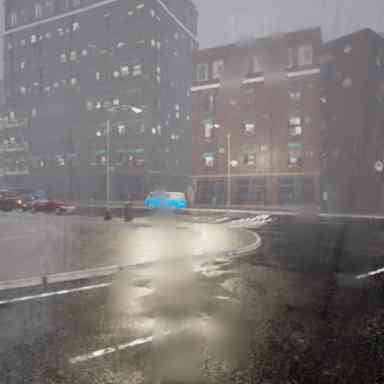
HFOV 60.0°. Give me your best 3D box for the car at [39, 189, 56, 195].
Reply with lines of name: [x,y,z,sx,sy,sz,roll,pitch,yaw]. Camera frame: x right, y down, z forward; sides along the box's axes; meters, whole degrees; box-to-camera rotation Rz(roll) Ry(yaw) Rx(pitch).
car: [-16.223,0.635,31.876,5.566,2.045,2.150,1,1,24]

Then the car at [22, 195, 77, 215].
car: [-11.242,1.117,26.784,4.206,1.307,1.802,1,0,24]

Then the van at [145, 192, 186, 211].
van: [-2.550,0.897,32.041,3.998,1.788,1.690,1,0,24]

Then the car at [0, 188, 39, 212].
car: [-16.364,0.765,29.116,5.009,1.841,2.192,1,0,24]

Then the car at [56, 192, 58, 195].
car: [-17.930,0.616,39.032,5.009,1.841,2.192,1,0,24]
